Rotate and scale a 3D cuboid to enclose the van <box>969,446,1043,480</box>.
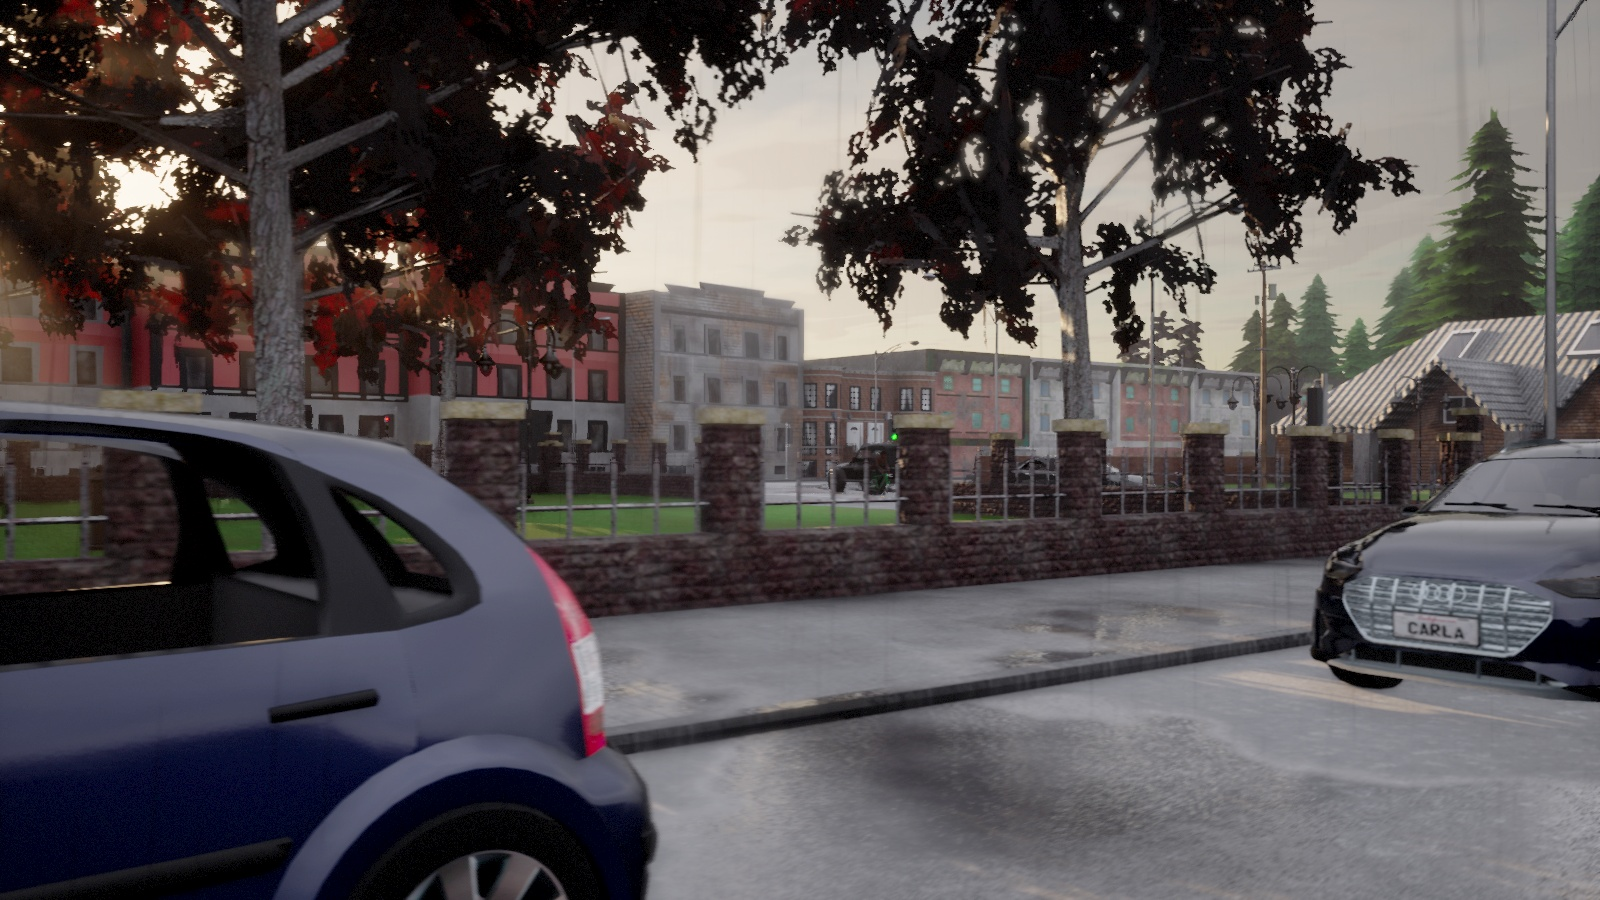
[{"bbox_3d":[12.410,0.750,75.529,4.442,1.987,1.775,0,0,-37],"label":"van"}]

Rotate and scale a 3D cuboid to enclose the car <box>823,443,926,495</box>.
[{"bbox_3d":[2.803,0.706,47.865,1.905,1.878,3.866,0,0,-36],"label":"car"}]

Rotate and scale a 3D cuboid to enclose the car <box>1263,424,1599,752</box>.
[{"bbox_3d":[5.365,0.699,8.485,4.856,1.649,2.033,0,0,-40],"label":"car"}]

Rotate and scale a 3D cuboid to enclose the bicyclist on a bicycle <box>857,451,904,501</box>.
[{"bbox_3d":[2.640,0.840,41.400,0.582,1.620,1.656,0,0,-38],"label":"bicyclist on a bicycle"}]

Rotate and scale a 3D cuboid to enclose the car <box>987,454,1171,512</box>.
[{"bbox_3d":[7.625,0.864,34.767,1.837,1.490,4.892,0,0,-39],"label":"car"}]

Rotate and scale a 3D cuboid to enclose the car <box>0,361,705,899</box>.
[{"bbox_3d":[-2.370,0.654,2.609,3.988,1.617,1.851,0,0,-39],"label":"car"}]
